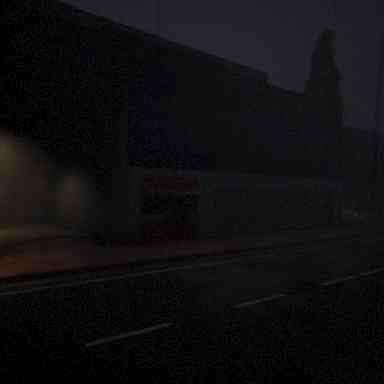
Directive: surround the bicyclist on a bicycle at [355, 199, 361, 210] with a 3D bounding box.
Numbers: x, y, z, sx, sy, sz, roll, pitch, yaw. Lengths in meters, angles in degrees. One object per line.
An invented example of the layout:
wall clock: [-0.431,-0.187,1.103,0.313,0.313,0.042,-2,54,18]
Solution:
bicyclist on a bicycle: [24.558,1.841,49.224,1.656,1.620,0.582,1,0,-37]
